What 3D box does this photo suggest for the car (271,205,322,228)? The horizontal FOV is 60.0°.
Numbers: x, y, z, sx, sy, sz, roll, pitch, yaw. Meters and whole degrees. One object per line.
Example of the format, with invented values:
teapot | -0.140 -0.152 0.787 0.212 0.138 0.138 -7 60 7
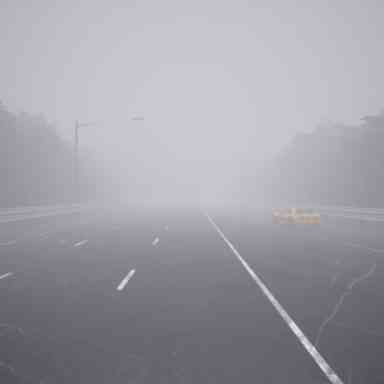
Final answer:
car | 7.599 1.763 24.758 1.801 1.575 5.366 0 0 -9
